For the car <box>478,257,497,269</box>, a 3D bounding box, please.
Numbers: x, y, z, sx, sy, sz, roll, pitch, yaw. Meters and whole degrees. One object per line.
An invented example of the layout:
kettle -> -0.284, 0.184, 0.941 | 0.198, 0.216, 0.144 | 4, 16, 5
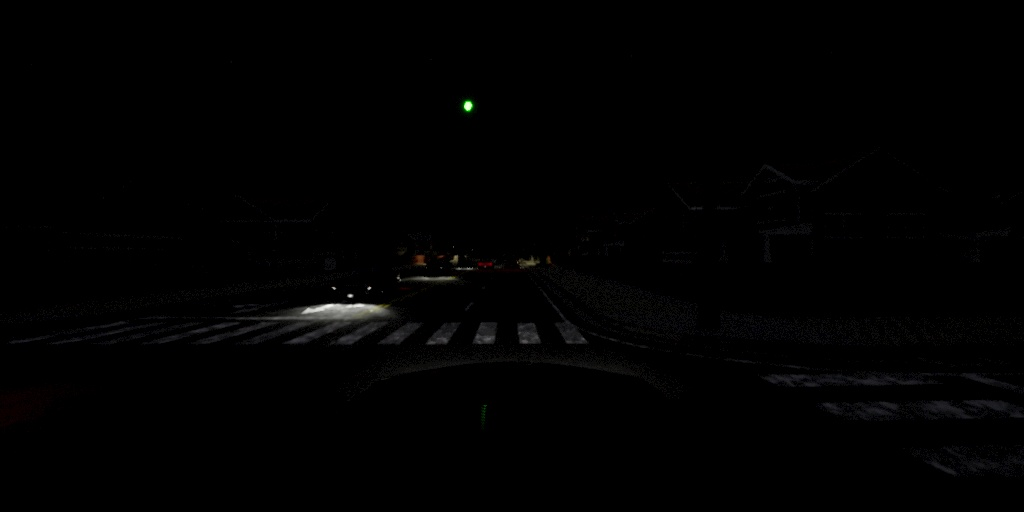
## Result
car -> -3.300, 1.010, 46.393 | 1.895, 1.301, 4.718 | 0, 0, 0

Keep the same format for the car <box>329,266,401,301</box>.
car -> -6.640, 1.178, 16.940 | 2.033, 1.411, 5.357 | 0, 1, -4

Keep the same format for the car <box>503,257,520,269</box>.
car -> -0.050, 0.938, 46.367 | 1.812, 1.442, 4.674 | 0, 0, 0

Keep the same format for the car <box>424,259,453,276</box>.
car -> -6.627, 0.982, 32.709 | 1.882, 1.535, 5.008 | 0, 0, 0

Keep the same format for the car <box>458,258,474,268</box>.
car -> -6.558, 0.925, 51.396 | 2.033, 1.411, 5.357 | 0, 0, 0
